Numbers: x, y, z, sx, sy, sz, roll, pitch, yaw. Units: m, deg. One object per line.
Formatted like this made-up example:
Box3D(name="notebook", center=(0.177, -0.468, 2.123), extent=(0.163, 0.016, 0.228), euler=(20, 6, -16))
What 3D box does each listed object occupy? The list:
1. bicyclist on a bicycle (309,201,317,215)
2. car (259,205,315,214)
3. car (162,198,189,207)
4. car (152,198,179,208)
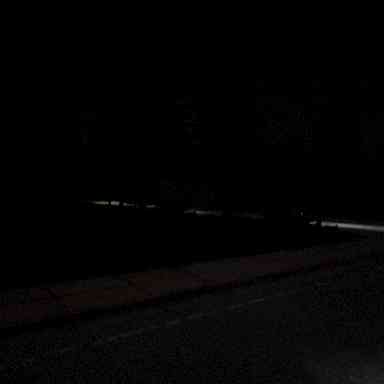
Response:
Box3D(name="bicyclist on a bicycle", center=(12.568, 1.605, 34.575), extent=(1.656, 1.620, 0.582), euler=(22, -28, -26))
Box3D(name="car", center=(7.993, 1.758, 28.174), extent=(1.895, 1.301, 4.718), euler=(1, 0, -33))
Box3D(name="car", center=(-2.289, 1.648, 43.494), extent=(1.882, 1.535, 5.008), euler=(1, 0, -34))
Box3D(name="car", center=(-4.256, 1.694, 52.819), extent=(2.128, 1.511, 4.902), euler=(1, 0, -34))
